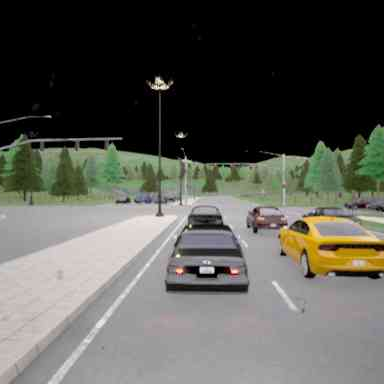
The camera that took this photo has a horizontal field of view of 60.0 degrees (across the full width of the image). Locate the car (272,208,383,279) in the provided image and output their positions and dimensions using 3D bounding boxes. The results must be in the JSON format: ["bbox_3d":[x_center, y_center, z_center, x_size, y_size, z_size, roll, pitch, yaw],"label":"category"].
[{"bbox_3d":[3.951,1.484,10.119,1.882,1.535,5.008,0,0,3],"label":"car"}]

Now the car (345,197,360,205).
[{"bbox_3d":[21.635,1.378,42.009,4.553,1.767,2.097,0,0,3],"label":"car"}]

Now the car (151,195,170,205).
[{"bbox_3d":[-5.634,1.599,60.517,1.994,1.385,4.181,0,0,3],"label":"car"}]

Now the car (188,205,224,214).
[{"bbox_3d":[0.757,1.489,18.736,1.882,1.535,5.008,0,0,3],"label":"car"}]

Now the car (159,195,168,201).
[{"bbox_3d":[-7.793,1.605,91.681,1.994,1.385,4.181,0,0,2],"label":"car"}]

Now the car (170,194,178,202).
[{"bbox_3d":[-4.971,1.639,75.178,1.895,1.301,4.718,0,0,2],"label":"car"}]

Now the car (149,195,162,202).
[{"bbox_3d":[-8.395,1.570,77.099,2.128,1.511,4.902,0,0,2],"label":"car"}]

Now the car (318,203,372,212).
[{"bbox_3d":[7.777,1.559,18.949,2.033,1.411,5.357,0,0,3],"label":"car"}]

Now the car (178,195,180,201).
[{"bbox_3d":[-4.364,1.408,89.963,2.097,1.767,4.553,0,0,2],"label":"car"}]

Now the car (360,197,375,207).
[{"bbox_3d":[22.716,1.514,38.447,4.902,1.511,2.128,0,0,3],"label":"car"}]

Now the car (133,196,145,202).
[{"bbox_3d":[-11.958,1.596,75.642,1.994,1.385,4.181,0,0,2],"label":"car"}]

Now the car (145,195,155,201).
[{"bbox_3d":[-11.348,1.577,90.465,1.812,1.442,4.674,0,0,2],"label":"car"}]

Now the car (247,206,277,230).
[{"bbox_3d":[4.292,1.537,19.337,1.812,1.442,4.674,0,0,3],"label":"car"}]

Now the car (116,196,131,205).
[{"bbox_3d":[-12.607,1.513,61.118,1.882,1.535,5.008,0,0,3],"label":"car"}]

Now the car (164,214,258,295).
[{"bbox_3d":[0.395,1.553,8.916,2.033,1.411,5.357,0,0,3],"label":"car"}]

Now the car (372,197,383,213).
[{"bbox_3d":[22.449,1.569,34.955,5.357,1.411,2.033,0,0,3],"label":"car"}]

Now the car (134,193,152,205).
[{"bbox_3d":[-9.086,1.259,61.701,2.150,2.045,5.566,0,0,3],"label":"car"}]
